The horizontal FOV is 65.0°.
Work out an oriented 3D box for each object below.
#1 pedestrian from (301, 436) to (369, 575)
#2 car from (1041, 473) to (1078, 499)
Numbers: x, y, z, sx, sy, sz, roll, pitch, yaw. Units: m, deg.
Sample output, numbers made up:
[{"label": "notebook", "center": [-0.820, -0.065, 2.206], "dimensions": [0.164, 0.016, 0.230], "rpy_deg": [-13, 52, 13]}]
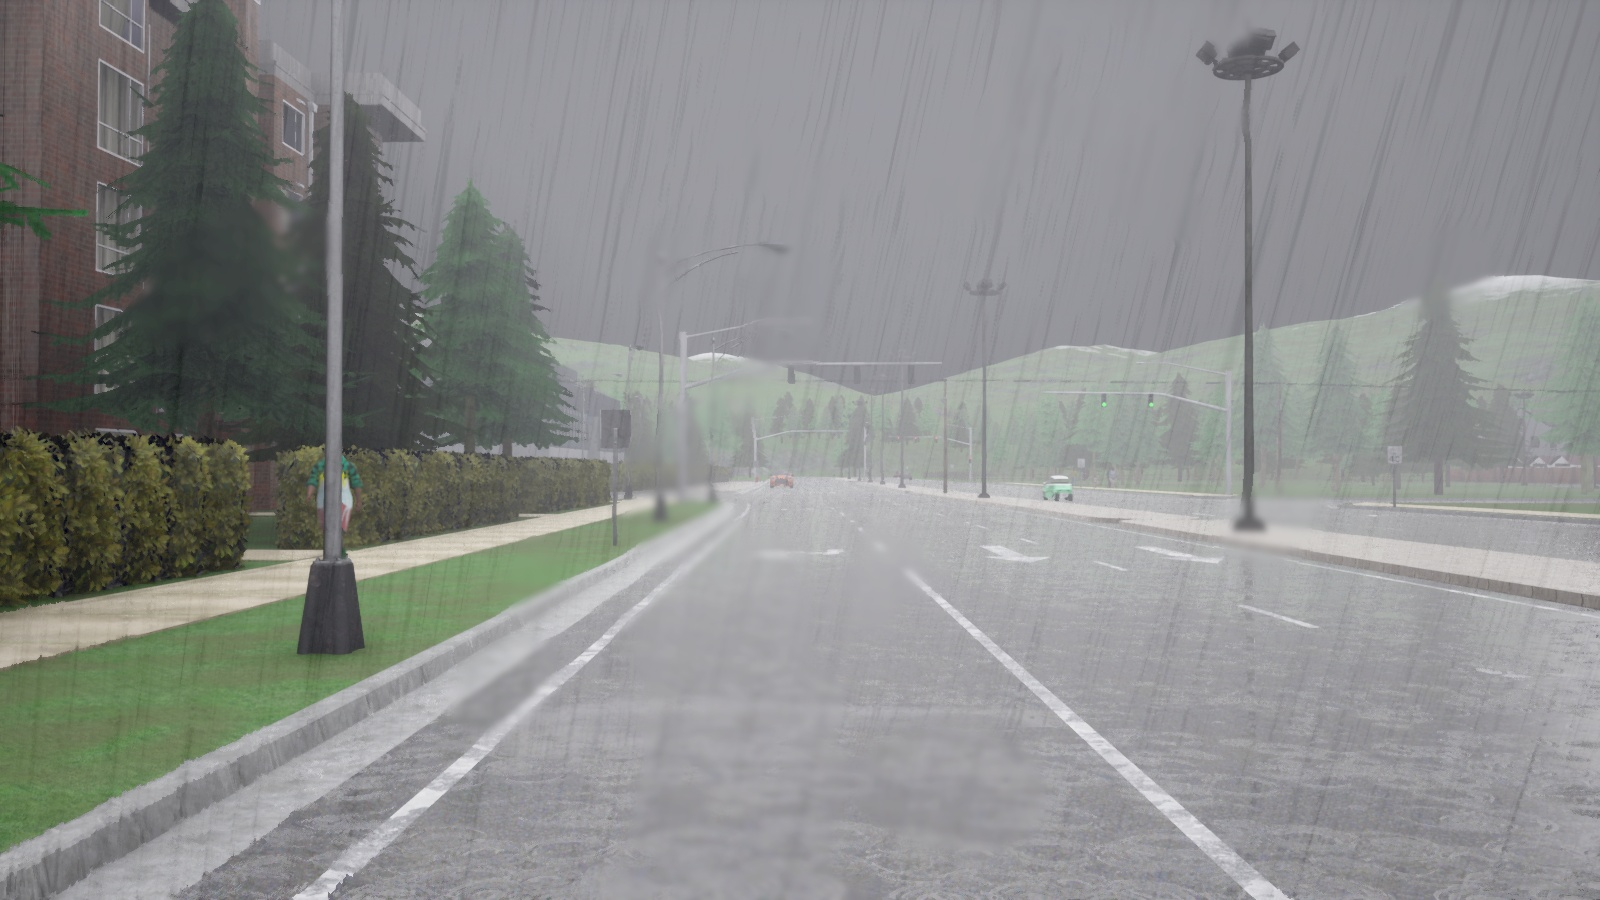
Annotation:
[{"label": "pedestrian", "center": [-6.702, 0.784, 18.127], "dimensions": [0.659, 1.952, 0.873], "rpy_deg": [0, -1, 0]}, {"label": "car", "center": [13.991, 1.950, 67.815], "dimensions": [1.481, 1.376, 2.207], "rpy_deg": [0, -1, -3]}]
